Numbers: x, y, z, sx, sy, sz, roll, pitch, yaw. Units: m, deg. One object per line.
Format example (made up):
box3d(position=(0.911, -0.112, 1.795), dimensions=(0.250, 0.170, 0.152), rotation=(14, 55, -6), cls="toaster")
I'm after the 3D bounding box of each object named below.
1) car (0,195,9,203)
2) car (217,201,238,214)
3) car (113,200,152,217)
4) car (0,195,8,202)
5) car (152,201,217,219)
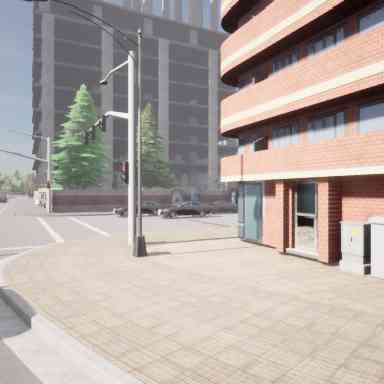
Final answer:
box3d(position=(-37.951, 1.595, 66.027), dimensions=(1.895, 1.301, 4.718), rotation=(0, 0, -27), cls="car")
box3d(position=(3.016, 1.619, 35.566), dimensions=(4.181, 1.385, 1.994), rotation=(0, 0, -27), cls="car")
box3d(position=(-4.949, 1.547, 31.568), dimensions=(4.902, 1.511, 2.128), rotation=(0, 0, -27), cls="car")
box3d(position=(-42.472, 1.500, 74.885), dimensions=(1.837, 1.490, 4.892), rotation=(0, 0, -27), cls="car")
box3d(position=(-0.644, 1.547, 29.811), dimensions=(4.902, 1.511, 2.128), rotation=(0, 0, -27), cls="car")
